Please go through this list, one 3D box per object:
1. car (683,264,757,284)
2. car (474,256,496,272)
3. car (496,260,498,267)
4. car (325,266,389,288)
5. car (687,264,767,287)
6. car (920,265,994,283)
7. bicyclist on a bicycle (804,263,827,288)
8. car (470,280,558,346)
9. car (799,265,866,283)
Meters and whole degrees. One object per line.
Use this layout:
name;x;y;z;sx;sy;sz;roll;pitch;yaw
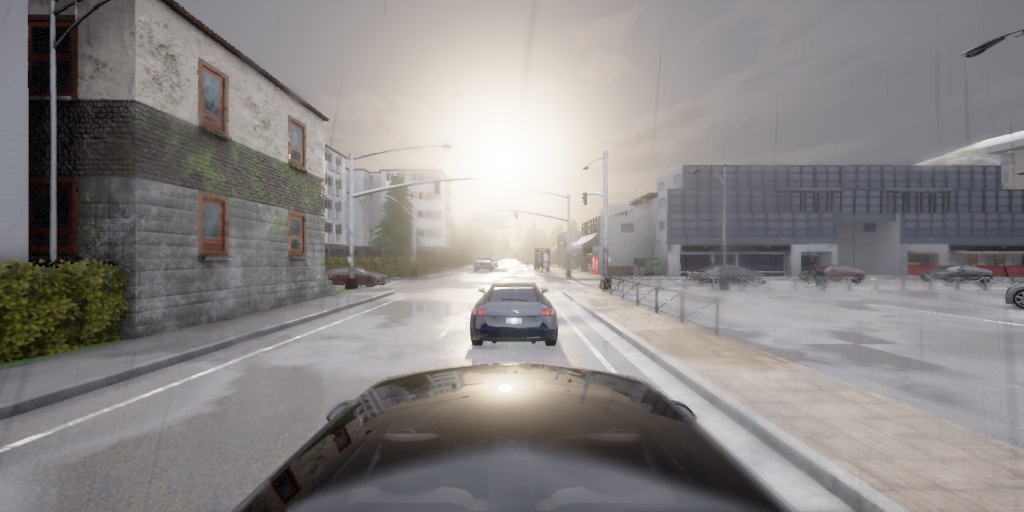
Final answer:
car;17.034;1.429;29.562;4.902;1.511;2.128;0;0;0
car;-3.652;0.992;47.081;2.150;2.045;5.566;0;0;0
car;-3.653;1.375;56.974;1.895;1.301;4.718;0;0;0
car;-11.132;1.461;25.447;4.674;1.442;1.812;0;0;6
car;15.676;1.428;25.856;4.902;1.511;2.128;0;0;0
car;36.709;1.464;29.613;4.674;1.442;1.812;0;0;0
bicyclist on a bicycle;18.690;1.236;22.085;0.582;1.620;1.656;0;0;0
car;0.054;1.317;9.464;1.994;1.385;4.181;0;0;0
car;26.399;1.464;29.591;4.674;1.442;1.812;0;0;0
